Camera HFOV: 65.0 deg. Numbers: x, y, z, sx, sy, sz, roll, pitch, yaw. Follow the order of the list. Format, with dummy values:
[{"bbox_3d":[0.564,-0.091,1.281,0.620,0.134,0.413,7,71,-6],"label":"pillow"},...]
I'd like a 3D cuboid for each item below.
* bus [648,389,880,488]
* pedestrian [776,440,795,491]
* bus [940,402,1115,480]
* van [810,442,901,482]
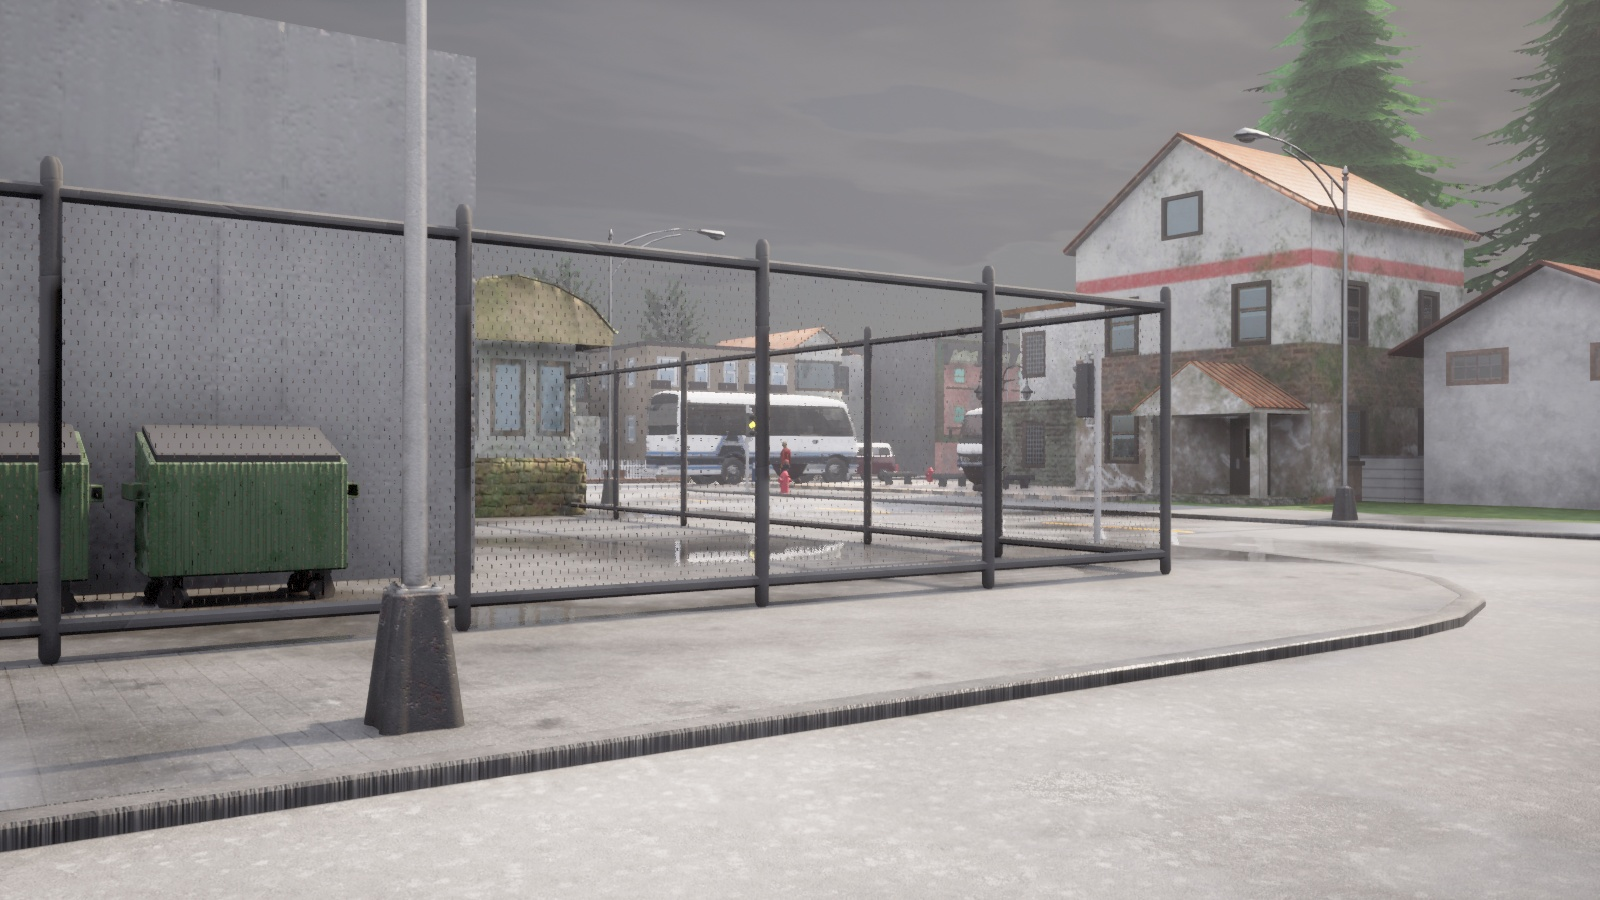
[{"bbox_3d":[-1.570,-0.485,58.689,10.273,4.253,3.944,0,0,-34],"label":"bus"},{"bbox_3d":[-0.533,0.564,46.224,0.636,1.846,0.331,0,0,39],"label":"pedestrian"},{"bbox_3d":[13.354,-0.481,73.223,10.273,4.253,3.944,0,0,-35],"label":"bus"},{"bbox_3d":[2.929,0.624,66.090,4.480,2.038,2.069,0,0,-35],"label":"van"}]
